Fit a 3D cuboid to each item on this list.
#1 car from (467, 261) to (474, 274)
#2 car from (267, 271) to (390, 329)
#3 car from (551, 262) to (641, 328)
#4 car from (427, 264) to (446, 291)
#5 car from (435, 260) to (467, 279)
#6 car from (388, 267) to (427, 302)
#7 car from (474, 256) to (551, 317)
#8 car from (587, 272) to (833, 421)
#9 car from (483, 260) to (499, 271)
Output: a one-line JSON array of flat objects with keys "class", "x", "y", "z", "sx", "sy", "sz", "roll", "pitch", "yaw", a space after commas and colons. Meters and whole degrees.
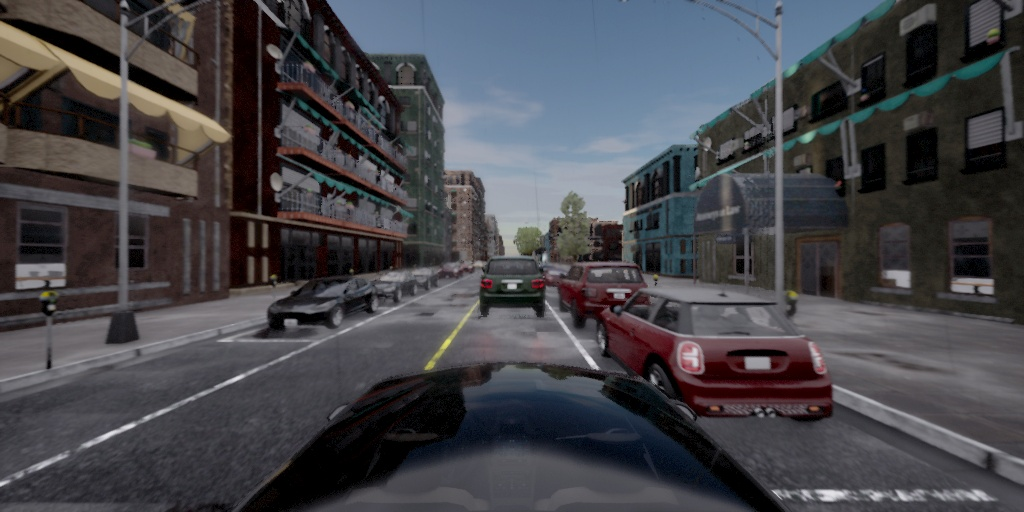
[{"class": "car", "x": -5.696, "y": 1.341, "z": 44.636, "sx": 1.967, "sy": 1.591, "sz": 4.097, "roll": 0, "pitch": 0, "yaw": 0}, {"class": "car", "x": -5.692, "y": 1.342, "z": 11.404, "sx": 1.948, "sy": 1.339, "sz": 4.313, "roll": 0, "pitch": 0, "yaw": 0}, {"class": "car", "x": 2.689, "y": 1.091, "z": 11.405, "sx": 2.192, "sy": 1.841, "sz": 5.009, "roll": 0, "pitch": 0, "yaw": 0}, {"class": "car", "x": -5.693, "y": 1.363, "z": 22.480, "sx": 2.007, "sy": 1.370, "sz": 4.403, "roll": 0, "pitch": 0, "yaw": 0}, {"class": "car", "x": -5.695, "y": 1.295, "z": 33.557, "sx": 1.967, "sy": 1.591, "sz": 4.097, "roll": 0, "pitch": 0, "yaw": 0}, {"class": "car", "x": -5.692, "y": 1.344, "z": 16.942, "sx": 2.007, "sy": 1.370, "sz": 4.403, "roll": 0, "pitch": 0, "yaw": 0}, {"class": "car", "x": 0.031, "y": 1.006, "z": 13.476, "sx": 2.150, "sy": 2.045, "sz": 5.566, "roll": 0, "pitch": 0, "yaw": 1}, {"class": "car", "x": 2.690, "y": 1.201, "z": 5.865, "sx": 1.967, "sy": 1.591, "sz": 4.097, "roll": 0, "pitch": 0, "yaw": 0}, {"class": "car", "x": -3.090, "y": 1.428, "z": 53.426, "sx": 2.128, "sy": 1.511, "sz": 4.902, "roll": 0, "pitch": 0, "yaw": 0}]
